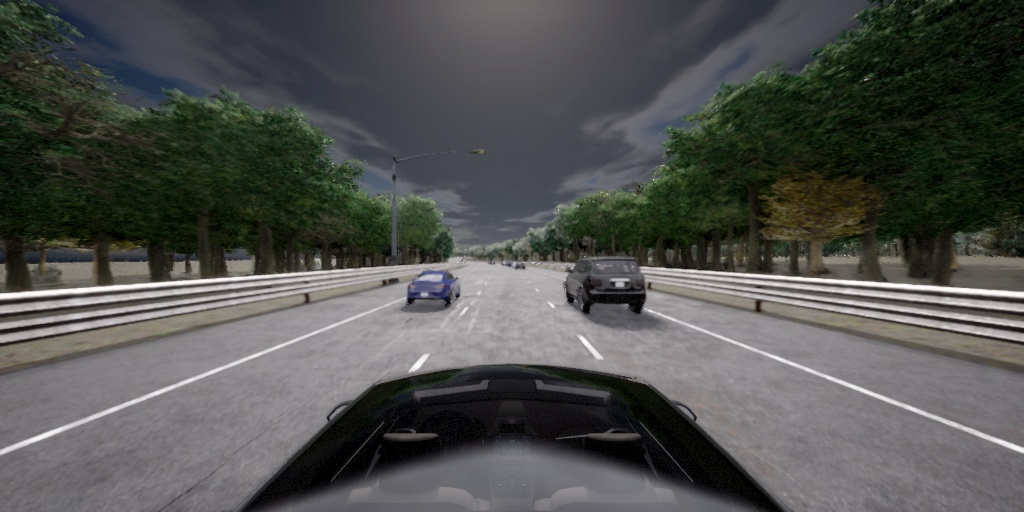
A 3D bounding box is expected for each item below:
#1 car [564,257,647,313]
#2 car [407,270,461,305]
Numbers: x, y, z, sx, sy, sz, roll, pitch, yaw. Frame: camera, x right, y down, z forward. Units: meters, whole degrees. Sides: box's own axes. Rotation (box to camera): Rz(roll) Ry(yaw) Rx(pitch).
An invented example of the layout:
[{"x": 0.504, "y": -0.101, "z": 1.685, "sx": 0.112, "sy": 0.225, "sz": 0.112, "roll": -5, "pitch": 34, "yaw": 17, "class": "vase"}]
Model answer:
[{"x": 3.530, "y": 1.049, "z": 14.491, "sx": 2.150, "sy": 2.045, "sz": 5.566, "roll": 0, "pitch": 0, "yaw": -1, "class": "car"}, {"x": -3.494, "y": 1.377, "z": 16.530, "sx": 1.812, "sy": 1.442, "sz": 4.674, "roll": 0, "pitch": 0, "yaw": -1, "class": "car"}]
